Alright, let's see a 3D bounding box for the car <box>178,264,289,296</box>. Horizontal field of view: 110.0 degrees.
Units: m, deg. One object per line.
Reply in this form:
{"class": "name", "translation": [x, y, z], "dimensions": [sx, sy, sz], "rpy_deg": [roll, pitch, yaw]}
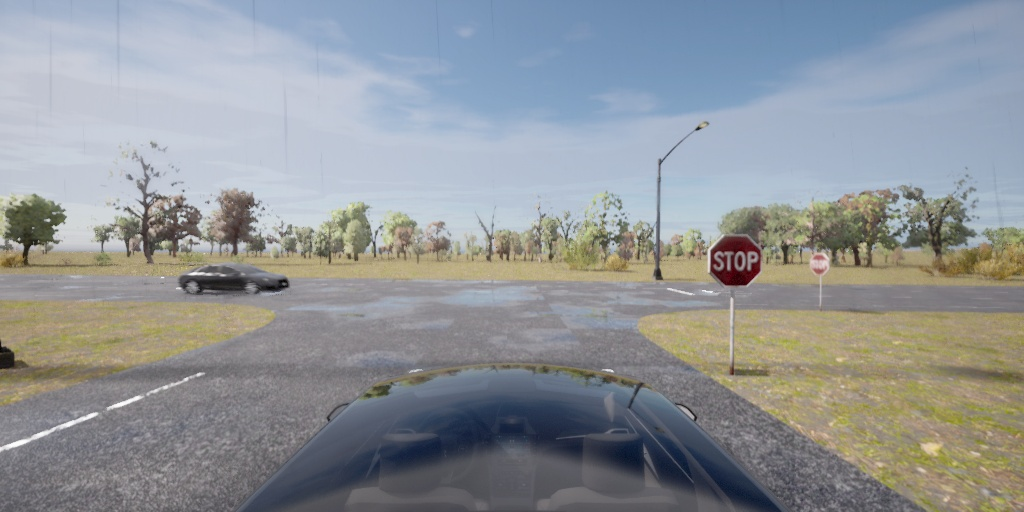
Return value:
{"class": "car", "translation": [-14.001, 1.146, 18.187], "dimensions": [4.892, 1.490, 1.837], "rpy_deg": [1, 1, 0]}
